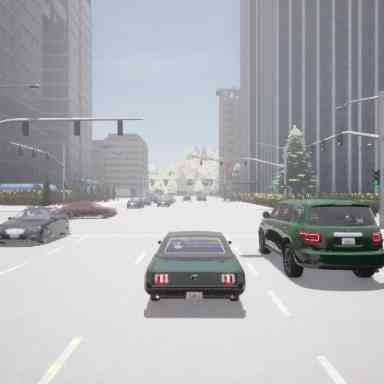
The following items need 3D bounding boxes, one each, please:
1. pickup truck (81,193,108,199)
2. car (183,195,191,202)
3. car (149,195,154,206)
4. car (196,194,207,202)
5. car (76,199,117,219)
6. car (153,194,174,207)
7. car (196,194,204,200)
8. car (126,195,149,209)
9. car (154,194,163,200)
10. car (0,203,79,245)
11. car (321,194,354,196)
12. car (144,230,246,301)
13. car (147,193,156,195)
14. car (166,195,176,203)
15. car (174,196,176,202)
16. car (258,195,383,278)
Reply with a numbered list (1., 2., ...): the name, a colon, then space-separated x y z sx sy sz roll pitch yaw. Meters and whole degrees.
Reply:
1. pickup truck: -21.238 1.059 73.302 2.390 2.098 6.274 0 0 30
2. car: -1.192 1.500 78.461 1.837 1.490 4.892 0 0 -1
3. car: -7.931 1.564 55.468 1.994 1.385 4.181 0 0 -1
4. car: 2.304 1.348 78.733 2.097 1.767 4.553 0 0 -1
5. car: -8.703 1.525 28.178 4.674 1.442 1.812 0 0 0
6. car: -4.386 1.491 52.220 2.128 1.511 4.902 0 0 -1
7. car: 2.148 1.386 89.013 1.882 1.535 5.008 0 0 -1
8. car: -7.864 1.491 46.557 2.128 1.511 4.902 0 0 1
9. car: -8.260 1.167 82.879 1.994 1.385 4.181 0 0 -1
10. car: -7.230 1.491 15.688 2.128 1.511 4.902 0 0 -4
11. car: 13.057 1.221 28.368 5.566 2.045 2.150 0 0 -1
12. car: 0.066 1.601 8.267 1.895 1.301 4.718 0 0 0
13. car: -8.032 1.221 66.188 2.150 2.045 5.566 0 0 0
14. car: -4.607 1.478 72.784 1.882 1.535 5.008 0 0 -1
15. car: -4.511 1.491 62.475 2.128 1.511 4.902 0 0 0
16. car: 3.576 1.221 10.299 2.150 2.045 5.566 0 0 0
